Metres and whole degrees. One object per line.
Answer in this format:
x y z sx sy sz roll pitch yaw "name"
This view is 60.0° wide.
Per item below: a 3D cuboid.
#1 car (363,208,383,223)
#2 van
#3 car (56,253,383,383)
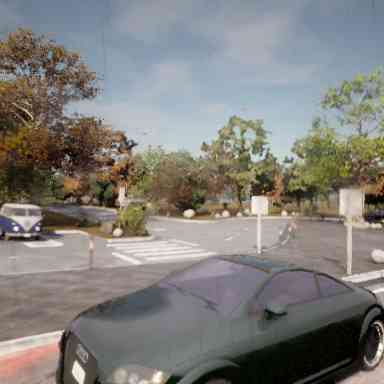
25.436 3.190 44.094 5.566 2.045 2.150 4 1 15 "car"
-9.999 1.712 19.470 1.878 1.987 4.442 4 -3 -35 "van"
0.619 1.521 4.122 4.181 1.385 1.994 3 -2 -35 "car"
